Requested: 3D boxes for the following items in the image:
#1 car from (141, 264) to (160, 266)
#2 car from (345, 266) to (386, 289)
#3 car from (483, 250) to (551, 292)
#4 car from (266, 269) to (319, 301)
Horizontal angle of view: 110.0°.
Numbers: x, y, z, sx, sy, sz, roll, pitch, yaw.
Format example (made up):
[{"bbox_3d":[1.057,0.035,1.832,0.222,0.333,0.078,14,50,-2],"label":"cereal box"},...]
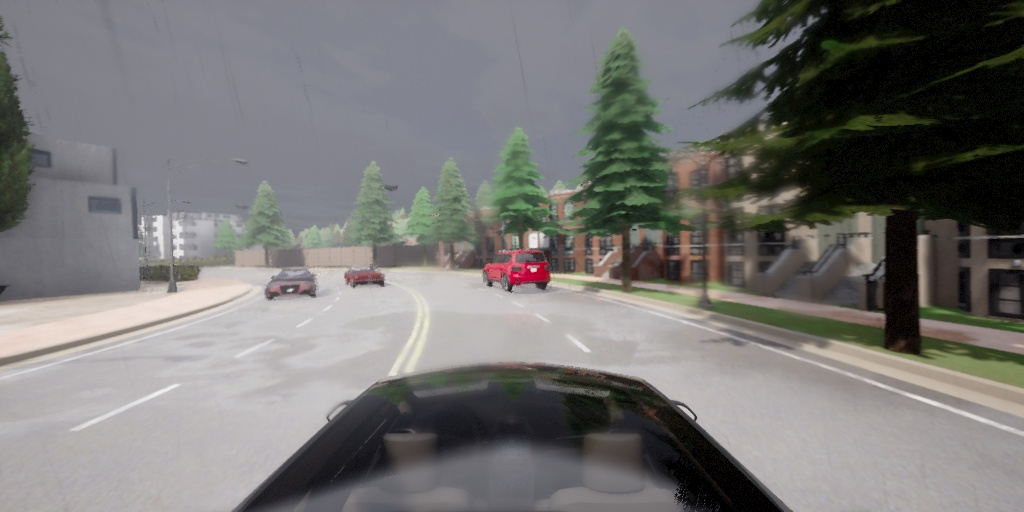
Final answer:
[{"bbox_3d":[-45.950,1.815,45.701,4.892,1.490,1.837,-1,1,27],"label":"car"},{"bbox_3d":[-9.460,1.298,22.951,1.895,1.301,4.718,-2,1,-31],"label":"car"},{"bbox_3d":[0.103,0.741,19.425,2.150,2.045,5.566,-1,1,-21],"label":"car"},{"bbox_3d":[-10.912,1.358,18.037,1.994,1.385,4.181,-2,1,-26],"label":"car"}]
